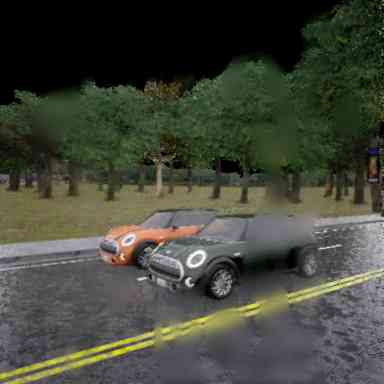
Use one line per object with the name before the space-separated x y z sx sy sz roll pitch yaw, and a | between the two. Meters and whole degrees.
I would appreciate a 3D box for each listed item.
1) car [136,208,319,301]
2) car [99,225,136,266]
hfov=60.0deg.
car | 1.162 1.359 8.508 4.553 1.767 2.097 0 0 -36
car | -0.724 1.359 11.155 4.553 1.767 2.097 0 0 -36
